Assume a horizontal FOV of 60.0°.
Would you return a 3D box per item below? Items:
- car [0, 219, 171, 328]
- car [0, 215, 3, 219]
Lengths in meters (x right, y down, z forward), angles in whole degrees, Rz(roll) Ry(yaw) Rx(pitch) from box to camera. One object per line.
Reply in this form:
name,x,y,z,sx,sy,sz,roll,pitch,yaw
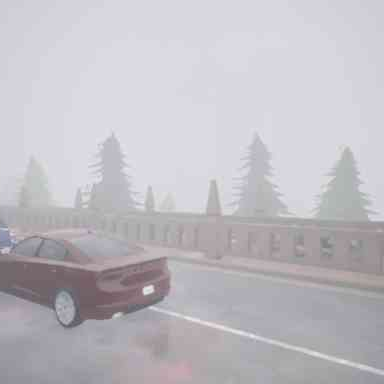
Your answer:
car,-2.740,1.539,7.202,5.008,1.535,1.882,0,-1,37
car,-7.538,1.424,10.756,4.553,1.767,2.097,0,-1,37
